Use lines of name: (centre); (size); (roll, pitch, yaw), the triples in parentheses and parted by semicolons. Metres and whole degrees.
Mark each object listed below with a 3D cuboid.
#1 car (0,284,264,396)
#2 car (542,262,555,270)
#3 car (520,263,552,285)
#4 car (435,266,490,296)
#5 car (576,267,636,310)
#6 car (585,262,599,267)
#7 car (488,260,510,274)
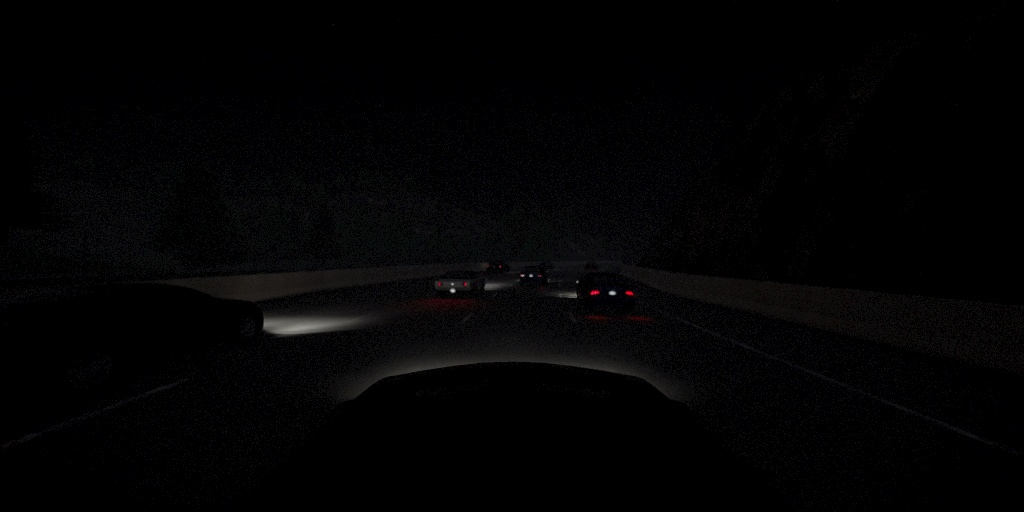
car: (-6.870, 1.246, 6.538); (1.837, 1.490, 4.892); (0, 0, 2)
car: (5.783, 1.653, 59.931); (1.812, 1.442, 4.674); (0, 0, 19)
car: (1.747, 1.462, 27.802); (2.033, 1.411, 5.357); (0, 0, 9)
car: (-2.708, 1.444, 20.063); (1.895, 1.301, 4.718); (0, 0, 6)
car: (3.847, 1.400, 15.358); (2.033, 1.411, 5.357); (0, 0, 5)
car: (13.801, 1.710, 61.867); (1.812, 1.442, 4.674); (0, 0, 20)
car: (-1.689, 1.354, 45.989); (2.097, 1.767, 4.553); (0, 0, 14)
